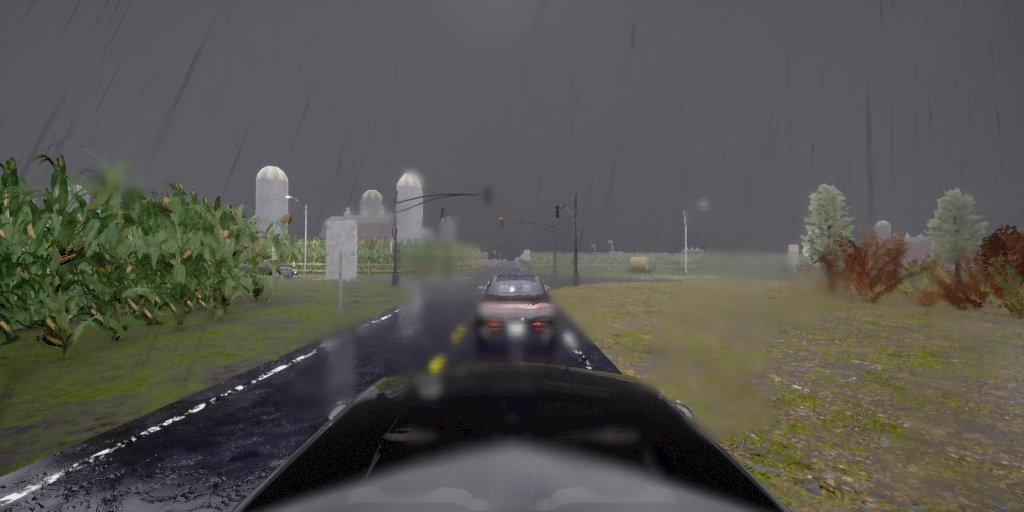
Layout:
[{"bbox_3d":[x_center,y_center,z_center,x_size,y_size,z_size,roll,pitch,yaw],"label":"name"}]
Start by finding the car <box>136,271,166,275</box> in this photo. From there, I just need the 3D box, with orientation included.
[{"bbox_3d":[-29.754,1.036,28.261,5.357,1.411,2.033,0,-1,-3],"label":"car"}]

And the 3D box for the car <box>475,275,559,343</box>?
[{"bbox_3d":[0.103,1.245,9.645,2.128,1.511,4.902,0,0,0],"label":"car"}]

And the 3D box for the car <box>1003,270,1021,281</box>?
[{"bbox_3d":[48.674,1.720,33.485,4.674,1.442,1.812,1,-1,-5],"label":"car"}]

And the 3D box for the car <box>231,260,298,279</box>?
[{"bbox_3d":[-19.934,1.059,28.805,4.902,1.511,2.128,0,-1,-4],"label":"car"}]
